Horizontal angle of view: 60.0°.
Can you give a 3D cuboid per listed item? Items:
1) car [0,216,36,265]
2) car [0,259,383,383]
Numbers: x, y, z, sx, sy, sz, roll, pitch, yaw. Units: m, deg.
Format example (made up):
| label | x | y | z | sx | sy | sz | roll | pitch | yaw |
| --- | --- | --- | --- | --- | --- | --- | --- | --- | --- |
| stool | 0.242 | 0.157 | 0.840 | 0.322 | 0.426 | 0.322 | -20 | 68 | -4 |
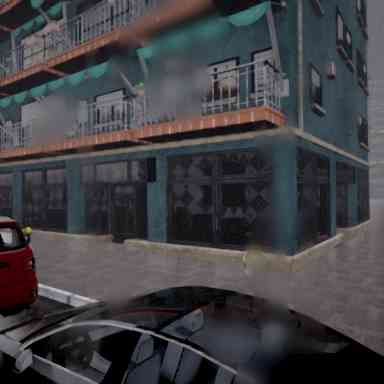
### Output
| label | x | y | z | sx | sy | sz | roll | pitch | yaw |
| --- | --- | --- | --- | --- | --- | --- | --- | --- | --- |
| car | -4.907 | 1.316 | 6.227 | 5.009 | 1.841 | 2.192 | 0 | -1 | 35 |
| car | -0.296 | 1.566 | 2.942 | 4.313 | 1.339 | 1.947 | 0 | -1 | 35 |
